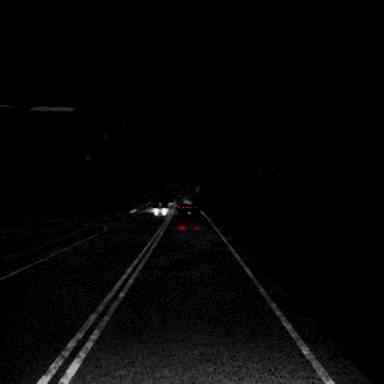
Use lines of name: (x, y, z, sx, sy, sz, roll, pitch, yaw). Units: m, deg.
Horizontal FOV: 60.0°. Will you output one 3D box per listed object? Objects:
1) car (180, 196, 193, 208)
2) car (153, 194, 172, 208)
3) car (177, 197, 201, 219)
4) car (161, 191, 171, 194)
car: (-0.818, 1.390, 46.957, 1.812, 1.442, 4.674, 0, 1, -2)
car: (-4.183, 1.371, 45.002, 2.128, 1.511, 4.902, 0, 1, -2)
car: (-0.262, 1.453, 28.966, 2.128, 1.511, 4.902, 0, 0, -1)
car: (-4.815, 0.907, 61.391, 2.150, 2.045, 5.566, 0, 1, -2)
